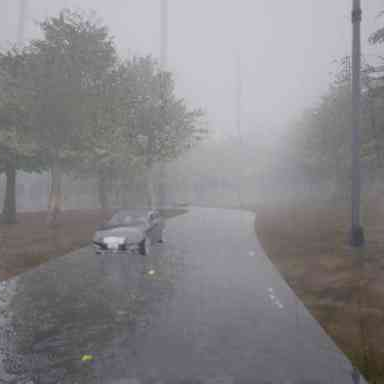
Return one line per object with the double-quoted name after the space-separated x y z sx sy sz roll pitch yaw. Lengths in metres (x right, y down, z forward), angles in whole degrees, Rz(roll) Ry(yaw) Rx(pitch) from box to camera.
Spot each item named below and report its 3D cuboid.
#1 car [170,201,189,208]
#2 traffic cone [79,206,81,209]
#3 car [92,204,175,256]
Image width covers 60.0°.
-2.101 2.108 57.075 1.895 1.301 4.718 0 -1 -24 "car"
-26.082 3.550 77.199 0.340 0.580 0.340 -3 0 19 "traffic cone"
-2.250 1.454 13.030 2.128 1.511 4.902 0 0 6 "car"
